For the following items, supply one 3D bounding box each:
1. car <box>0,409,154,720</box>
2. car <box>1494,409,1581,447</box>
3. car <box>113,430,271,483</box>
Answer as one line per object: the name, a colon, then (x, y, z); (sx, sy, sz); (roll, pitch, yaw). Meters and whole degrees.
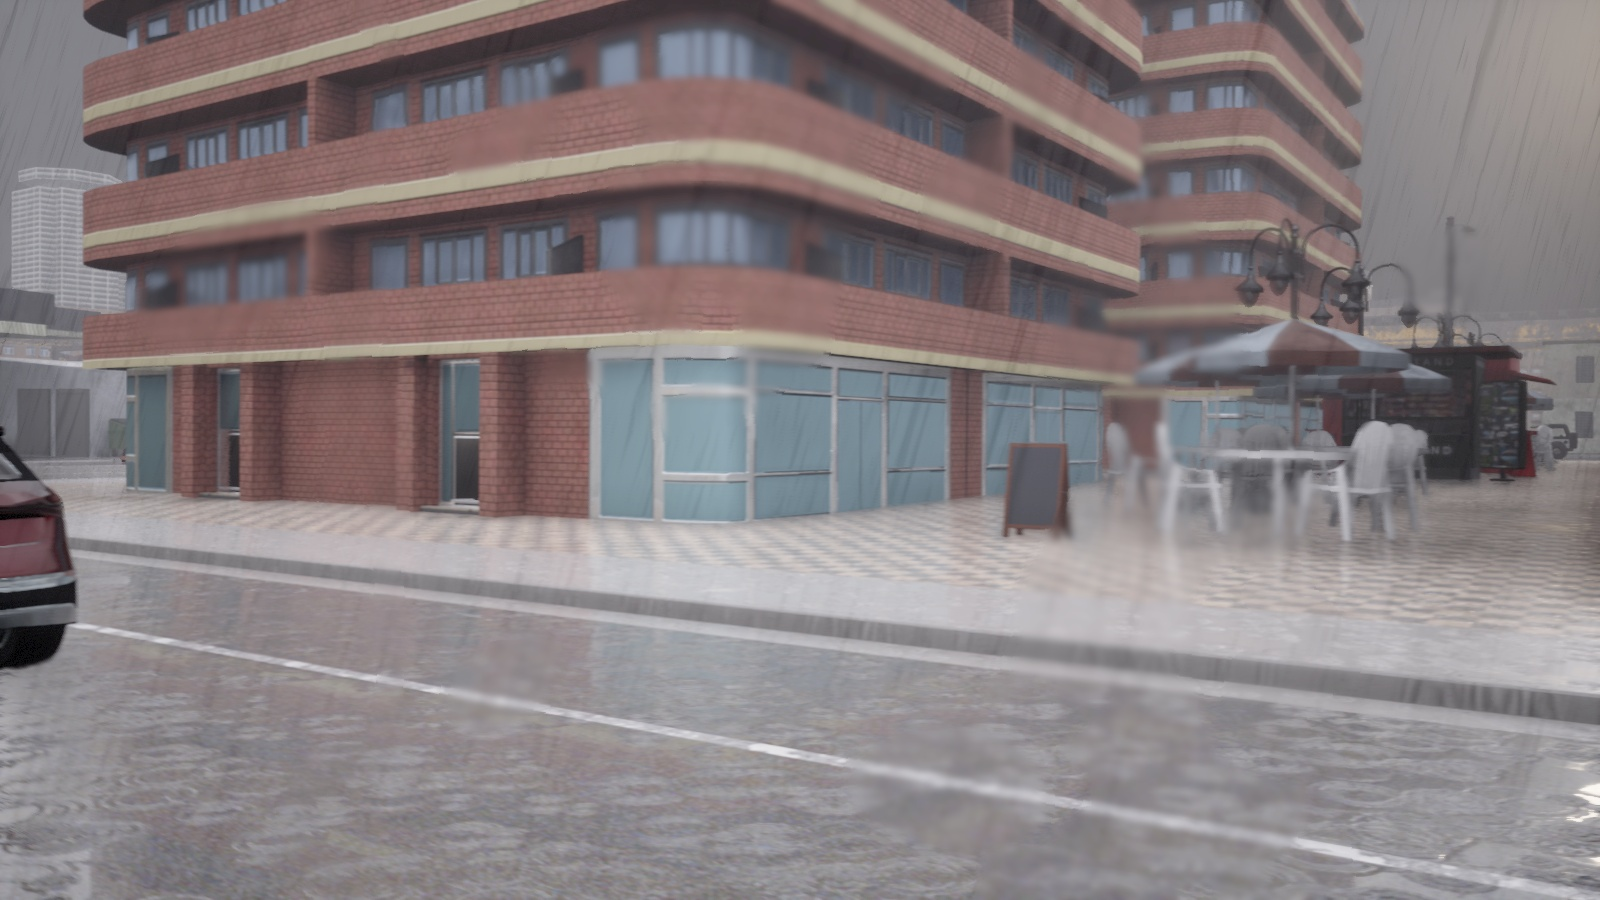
car: (-6.378, 0.612, 7.859); (4.856, 1.649, 2.033); (0, 1, 34)
car: (39.477, -1.165, 67.259); (3.866, 1.878, 1.905); (-1, 0, 34)
car: (-21.350, 0.179, 44.265); (2.097, 1.767, 4.553); (0, 1, 33)
